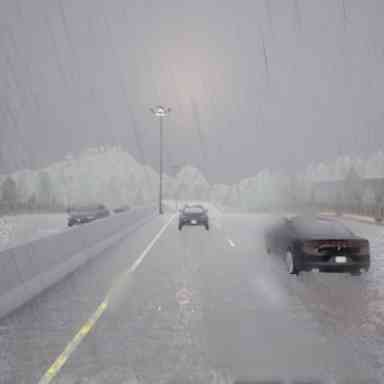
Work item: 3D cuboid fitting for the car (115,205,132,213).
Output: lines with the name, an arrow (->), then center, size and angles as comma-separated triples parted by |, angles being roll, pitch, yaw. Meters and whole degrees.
car -> -10.549, 2.644, 51.271 | 2.033, 1.411, 5.357 | 0, -5, 1

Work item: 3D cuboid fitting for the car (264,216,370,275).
car -> 3.600, 1.486, 10.507 | 1.882, 1.535, 5.008 | 0, 0, 0

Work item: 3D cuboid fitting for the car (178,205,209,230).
car -> 0.102, 1.545, 21.360 | 1.812, 1.442, 4.674 | 0, 0, 0

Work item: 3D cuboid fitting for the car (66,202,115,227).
car -> -7.094, 1.526, 23.238 | 1.837, 1.490, 4.892 | 0, 0, 0

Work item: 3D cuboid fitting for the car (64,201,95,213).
car -> -14.080, 1.967, 41.883 | 2.033, 1.411, 5.357 | 0, -3, 0
